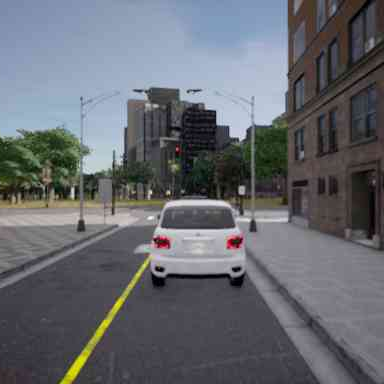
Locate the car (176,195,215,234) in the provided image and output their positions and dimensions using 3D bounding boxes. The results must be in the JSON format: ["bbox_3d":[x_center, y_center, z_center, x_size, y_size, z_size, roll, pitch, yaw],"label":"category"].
[{"bbox_3d":[0.179,1.265,21.103,2.150,2.045,5.566,0,0,0],"label":"car"}]

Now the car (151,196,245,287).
[{"bbox_3d":[0.137,1.238,9.521,2.150,2.045,5.566,0,0,0],"label":"car"}]
